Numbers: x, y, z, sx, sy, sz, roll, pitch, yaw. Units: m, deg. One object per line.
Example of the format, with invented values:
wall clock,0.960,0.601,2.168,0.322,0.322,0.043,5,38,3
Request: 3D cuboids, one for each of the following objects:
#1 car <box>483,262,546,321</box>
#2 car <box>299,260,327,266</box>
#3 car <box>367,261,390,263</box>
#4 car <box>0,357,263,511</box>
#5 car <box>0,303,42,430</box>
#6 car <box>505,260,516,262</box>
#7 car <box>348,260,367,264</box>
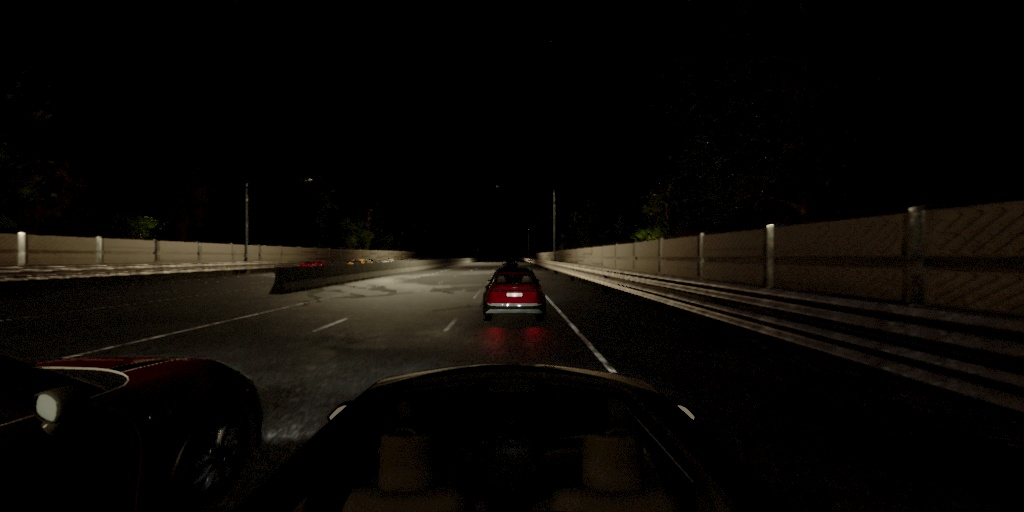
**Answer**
car,0.063,1.182,12.583,2.033,1.649,4.856,0,0,0
car,-24.853,1.287,44.818,1.812,1.442,4.674,0,0,0
car,-17.878,1.363,49.554,1.895,1.301,4.718,0,0,0
car,-3.406,1.103,1.508,2.097,1.767,4.553,0,0,0
car,-6.902,1.299,1.811,2.033,1.411,5.357,0,0,0
car,-0.158,1.263,43.099,1.837,1.490,4.892,0,0,0
car,-21.379,1.240,49.999,1.882,1.535,5.008,0,0,0
